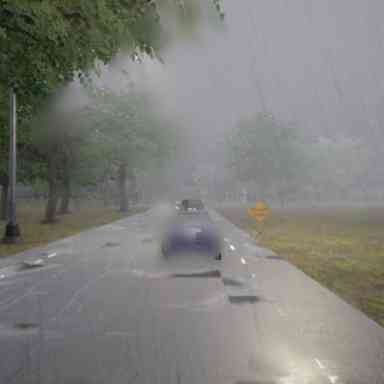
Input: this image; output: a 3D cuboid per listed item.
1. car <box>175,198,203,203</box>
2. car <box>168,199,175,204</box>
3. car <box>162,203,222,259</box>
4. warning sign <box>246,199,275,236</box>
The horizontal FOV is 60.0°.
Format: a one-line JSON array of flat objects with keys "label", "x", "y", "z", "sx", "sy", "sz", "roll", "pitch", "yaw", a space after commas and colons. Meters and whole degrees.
[{"label": "car", "x": 0.008, "y": 1.536, "z": 27.594, "sx": 2.150, "sy": 2.045, "sz": 5.566, "roll": 0, "pitch": 0, "yaw": 0}, {"label": "car", "x": -3.524, "y": 2.123, "z": 65.433, "sx": 2.097, "sy": 1.767, "sz": 4.553, "roll": 0, "pitch": -1, "yaw": 0}, {"label": "car", "x": 0.023, "y": 1.498, "z": 13.439, "sx": 2.097, "sy": 1.767, "sz": 4.553, "roll": 0, "pitch": -1, "yaw": 0}, {"label": "warning sign", "x": 3.545, "y": 1.308, "z": 17.398, "sx": 1.300, "sy": 1.860, "sz": 1.060, "roll": 0, "pitch": -1, "yaw": 0}]
